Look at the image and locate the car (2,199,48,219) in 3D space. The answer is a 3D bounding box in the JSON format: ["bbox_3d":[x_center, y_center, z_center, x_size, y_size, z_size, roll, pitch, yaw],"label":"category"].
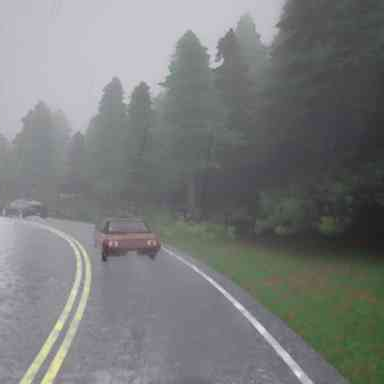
[{"bbox_3d":[-13.527,1.359,26.890,4.892,1.490,1.837,2,-3,39],"label":"car"}]

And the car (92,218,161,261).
[{"bbox_3d":[-2.631,1.639,12.495,1.895,1.301,4.718,2,-1,-20],"label":"car"}]
